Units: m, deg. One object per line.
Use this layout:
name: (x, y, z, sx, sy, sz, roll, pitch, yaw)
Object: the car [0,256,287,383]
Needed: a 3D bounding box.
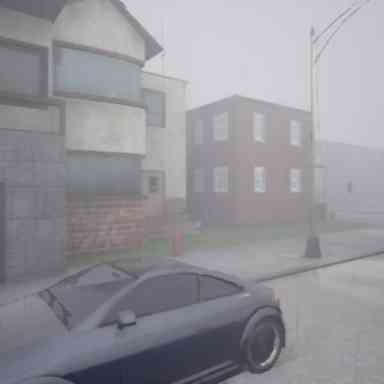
car: (-0.783, 1.561, 4.035, 4.181, 1.385, 1.994, 0, 0, -36)
